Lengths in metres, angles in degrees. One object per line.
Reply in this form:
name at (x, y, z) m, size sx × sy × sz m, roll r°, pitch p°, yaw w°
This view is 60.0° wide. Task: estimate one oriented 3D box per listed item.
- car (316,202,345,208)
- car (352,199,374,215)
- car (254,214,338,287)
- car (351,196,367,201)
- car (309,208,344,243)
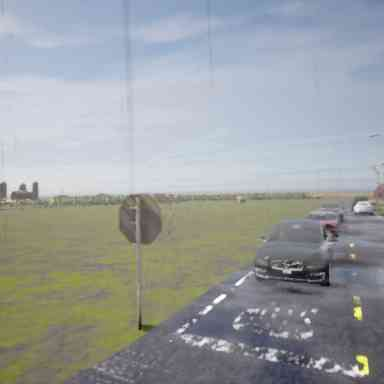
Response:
car at (11.735, 1.622, 28.171) m, size 2.097 × 1.767 × 4.553 m, roll -1°, pitch -1°, yaw 25°
car at (19.309, 1.807, 37.427) m, size 1.812 × 1.442 × 4.674 m, roll -1°, pitch -1°, yaw 25°
car at (3.236, 1.634, 9.995) m, size 1.837 × 1.490 × 4.892 m, roll -1°, pitch -1°, yaw 25°
car at (23.993, 1.582, 47.482) m, size 2.150 × 2.045 × 5.566 m, roll -1°, pitch -1°, yaw 25°
car at (7.432, 1.799, 18.980) m, size 1.895 × 1.301 × 4.718 m, roll -1°, pitch -1°, yaw 25°
